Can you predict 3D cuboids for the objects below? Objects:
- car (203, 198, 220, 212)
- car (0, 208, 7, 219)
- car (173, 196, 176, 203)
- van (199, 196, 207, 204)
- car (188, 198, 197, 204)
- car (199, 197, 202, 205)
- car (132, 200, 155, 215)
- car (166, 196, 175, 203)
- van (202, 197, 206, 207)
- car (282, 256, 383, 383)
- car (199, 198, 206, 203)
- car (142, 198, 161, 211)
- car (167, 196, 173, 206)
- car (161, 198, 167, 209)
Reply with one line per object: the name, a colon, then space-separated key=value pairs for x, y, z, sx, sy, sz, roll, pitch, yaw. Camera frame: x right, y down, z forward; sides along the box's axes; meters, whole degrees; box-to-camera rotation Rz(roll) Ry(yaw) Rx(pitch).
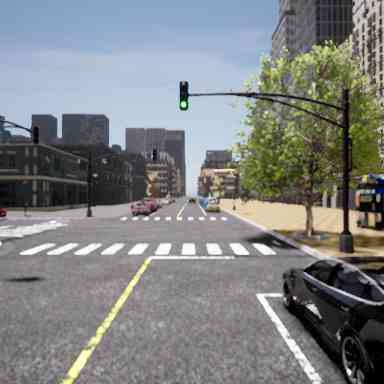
car: x=2.717 y=1.877 z=43.242 sx=1.752 sy=1.417 sz=4.829 roll=0 pitch=0 yaw=0
car: x=-17.254 y=1.585 z=26.534 sx=4.507 sy=1.381 sz=1.887 roll=1 pitch=-1 yaw=-1
car: x=-5.642 y=2.218 z=81.930 sx=2.008 sy=1.369 sz=4.403 roll=0 pitch=0 yaw=0
van: x=2.740 y=2.008 z=81.930 sx=1.690 sy=1.788 sz=3.998 roll=0 pitch=0 yaw=0
car: x=0.045 y=2.146 z=79.256 sx=1.837 sy=1.490 sz=4.892 roll=0 pitch=0 yaw=0
car: x=2.726 y=2.037 z=59.725 sx=2.008 sy=1.369 sz=4.403 roll=0 pitch=0 yaw=0
car: x=-5.666 y=1.887 z=37.523 sx=1.802 sy=1.307 sz=4.206 roll=0 pitch=0 yaw=0
car: x=-5.639 y=2.028 z=87.483 sx=2.192 sy=1.841 sz=5.009 roll=0 pitch=0 yaw=0
van: x=2.721 y=1.736 z=48.625 sx=1.690 sy=1.788 sz=3.998 roll=0 pitch=0 yaw=0
car: x=2.697 y=1.608 z=5.044 sx=1.947 sy=1.339 sz=4.313 roll=0 pitch=0 yaw=0
car: x=2.742 y=2.240 z=87.649 sx=1.752 sy=1.417 sz=4.829 roll=0 pitch=0 yaw=0
car: x=-5.662 y=1.665 z=43.076 sx=2.192 sy=1.841 sz=5.009 roll=0 pitch=0 yaw=0
car: x=-5.648 y=2.100 z=70.659 sx=1.752 sy=1.417 sz=4.829 roll=0 pitch=0 yaw=0
car: x=-5.657 y=1.991 z=54.176 sx=2.008 sy=1.369 sz=4.403 roll=0 pitch=0 yaw=0
